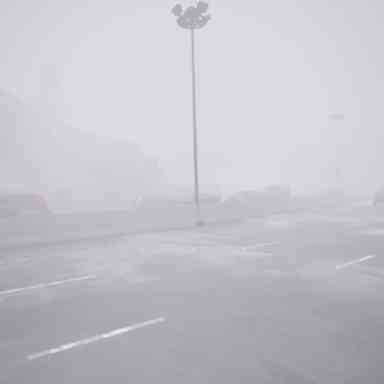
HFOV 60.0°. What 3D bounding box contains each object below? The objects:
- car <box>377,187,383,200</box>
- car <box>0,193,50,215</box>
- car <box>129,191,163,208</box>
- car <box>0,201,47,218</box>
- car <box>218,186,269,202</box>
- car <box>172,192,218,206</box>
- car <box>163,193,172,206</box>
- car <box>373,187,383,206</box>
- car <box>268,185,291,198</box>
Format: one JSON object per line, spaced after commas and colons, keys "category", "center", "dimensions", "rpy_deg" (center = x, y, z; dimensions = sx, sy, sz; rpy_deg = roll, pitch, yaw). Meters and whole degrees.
{"category": "car", "center": [24.052, 0.084, 40.867], "dimensions": [2.033, 1.411, 5.357], "rpy_deg": [-1, 1, 25]}
{"category": "car", "center": [-12.086, 1.141, 21.209], "dimensions": [5.566, 2.045, 2.150], "rpy_deg": [-2, 1, -36]}
{"category": "car", "center": [-4.712, 0.766, 36.450], "dimensions": [2.097, 1.767, 4.553], "rpy_deg": [-1, 2, 43]}
{"category": "car", "center": [-10.955, 1.503, 17.701], "dimensions": [5.357, 1.411, 2.033], "rpy_deg": [-2, 1, -35]}
{"category": "car", "center": [4.901, 0.622, 31.010], "dimensions": [2.097, 1.767, 4.553], "rpy_deg": [-1, 2, 41]}
{"category": "car", "center": [0.755, 0.829, 32.022], "dimensions": [1.882, 1.535, 5.008], "rpy_deg": [0, 2, 43]}
{"category": "car", "center": [-0.400, 0.802, 35.585], "dimensions": [1.882, 1.535, 5.008], "rpy_deg": [-1, 1, 42]}
{"category": "car", "center": [17.615, 0.472, 30.186], "dimensions": [2.033, 1.411, 5.357], "rpy_deg": [-1, 1, 33]}
{"category": "car", "center": [9.022, 0.253, 36.404], "dimensions": [2.150, 2.045, 5.566], "rpy_deg": [-1, 2, 37]}
